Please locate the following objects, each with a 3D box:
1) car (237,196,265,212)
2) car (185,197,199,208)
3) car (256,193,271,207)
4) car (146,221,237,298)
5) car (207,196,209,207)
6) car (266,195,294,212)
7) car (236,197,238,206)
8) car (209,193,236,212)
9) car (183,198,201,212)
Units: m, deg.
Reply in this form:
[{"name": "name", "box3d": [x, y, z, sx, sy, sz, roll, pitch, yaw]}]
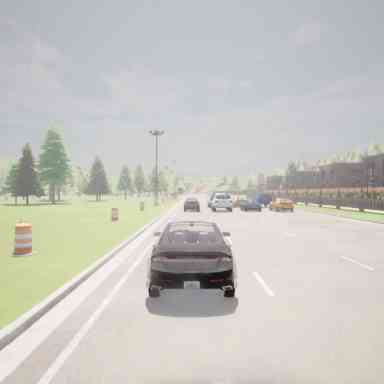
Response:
[{"name": "car", "box3d": [6.975, 1.564, 39.565, 1.994, 1.385, 4.181, 0, 0, 0]}, {"name": "car", "box3d": [-0.031, 1.547, 49.564, 2.033, 1.411, 5.357, 0, 0, 0]}, {"name": "car", "box3d": [10.469, 1.221, 49.600, 2.150, 2.045, 5.566, 0, 0, 0]}, {"name": "car", "box3d": [-0.006, 1.492, 8.531, 2.128, 1.511, 4.902, 0, 0, 0]}, {"name": "car", "box3d": [3.469, 1.221, 49.596, 2.150, 2.045, 5.566, 0, 0, 0]}, {"name": "car", "box3d": [10.476, 1.478, 39.150, 1.882, 1.535, 5.008, 0, 0, 0]}, {"name": "car", "box3d": [6.969, 1.478, 49.568, 1.882, 1.535, 5.008, 0, 0, 0]}, {"name": "car", "box3d": [3.475, 1.221, 39.176, 2.150, 2.045, 5.566, 0, 0, 0]}, {"name": "car", "box3d": [-0.024, 1.491, 39.144, 2.128, 1.511, 4.902, 0, 0, 0]}]
